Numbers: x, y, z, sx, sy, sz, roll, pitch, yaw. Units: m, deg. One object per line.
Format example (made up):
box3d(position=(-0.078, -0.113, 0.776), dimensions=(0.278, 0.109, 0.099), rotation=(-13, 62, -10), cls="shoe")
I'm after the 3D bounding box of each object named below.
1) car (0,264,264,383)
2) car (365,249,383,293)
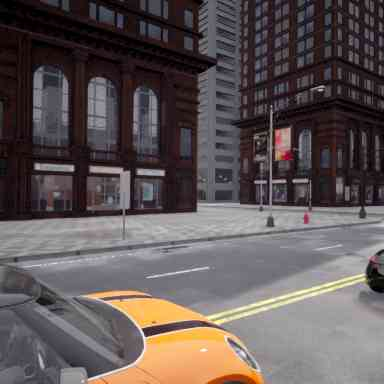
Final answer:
box3d(position=(-1.563, 1.352, 2.324), dimensions=(4.553, 1.767, 2.097), rotation=(0, 0, -36), cls="car")
box3d(position=(5.863, 1.576, 7.646), dimensions=(4.181, 1.385, 1.994), rotation=(0, 0, -35), cls="car")
